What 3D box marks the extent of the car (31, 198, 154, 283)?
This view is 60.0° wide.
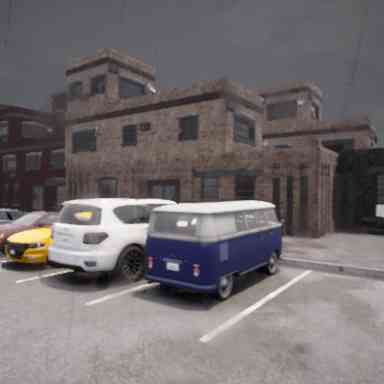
[{"bbox_3d":[-1.430,1.209,10.007,2.435,2.045,5.566,0,0,35],"label":"car"}]

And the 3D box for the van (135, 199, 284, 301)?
[{"bbox_3d":[0.867,1.243,8.477,1.878,1.987,4.442,0,0,35],"label":"van"}]

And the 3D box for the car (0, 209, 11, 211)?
[{"bbox_3d":[-5.936,1.490,13.187,2.002,1.452,4.674,0,0,35],"label":"car"}]

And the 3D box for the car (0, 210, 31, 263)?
[{"bbox_3d":[-3.688,1.455,11.588,2.097,1.535,5.008,0,0,35],"label":"car"}]
